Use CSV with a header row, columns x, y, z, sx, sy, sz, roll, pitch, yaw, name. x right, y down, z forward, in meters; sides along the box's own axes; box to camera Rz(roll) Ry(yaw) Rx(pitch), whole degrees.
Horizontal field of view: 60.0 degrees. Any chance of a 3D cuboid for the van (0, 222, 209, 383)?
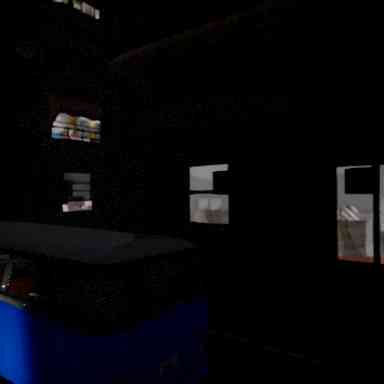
x,y,z,sx,sy,sz,roll,pitch,yaw,name
-1.714,1.335,4.114,3.998,1.788,1.690,0,-1,36,van
